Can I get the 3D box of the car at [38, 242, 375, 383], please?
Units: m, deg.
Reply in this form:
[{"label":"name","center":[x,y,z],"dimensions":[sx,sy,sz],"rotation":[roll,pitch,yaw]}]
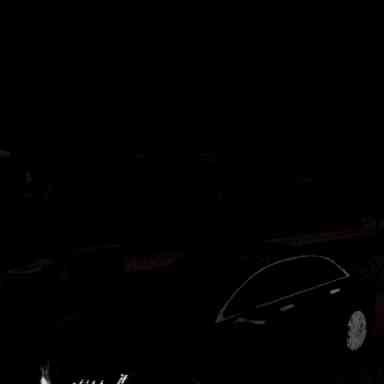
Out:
[{"label":"car","center":[0.610,1.514,4.482],"dimensions":[4.892,1.490,1.837],"rotation":[0,0,-36]}]
